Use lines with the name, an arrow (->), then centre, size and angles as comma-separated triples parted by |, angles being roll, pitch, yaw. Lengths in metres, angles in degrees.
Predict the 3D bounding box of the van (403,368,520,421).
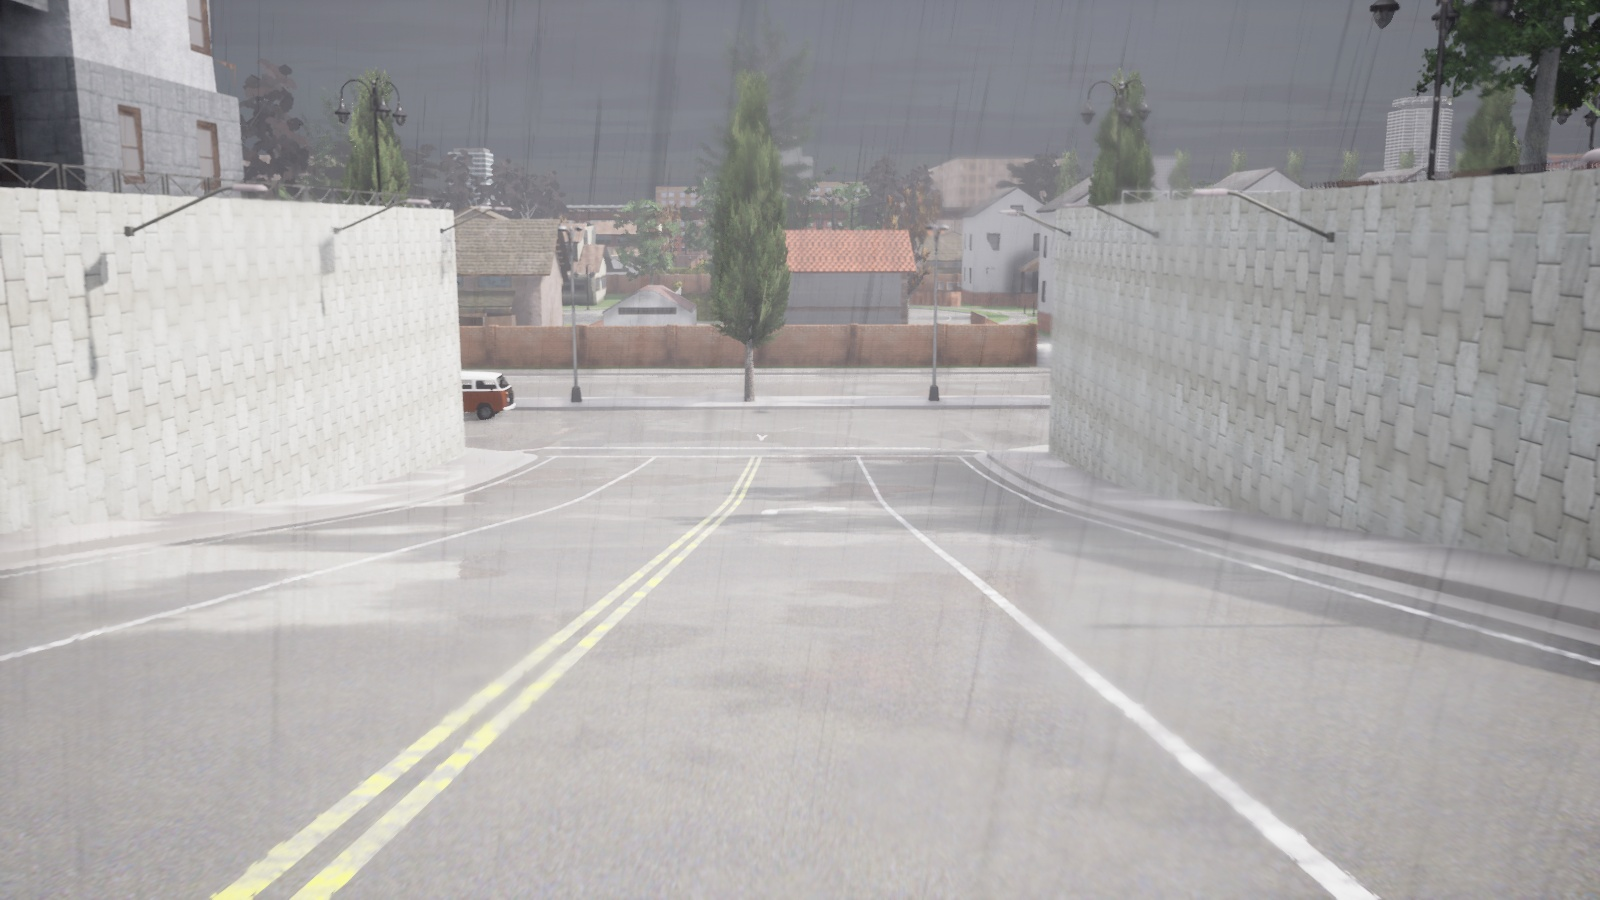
van -> -14.765, -2.442, 54.990 | 4.480, 2.038, 2.069 | 0, 10, -1
